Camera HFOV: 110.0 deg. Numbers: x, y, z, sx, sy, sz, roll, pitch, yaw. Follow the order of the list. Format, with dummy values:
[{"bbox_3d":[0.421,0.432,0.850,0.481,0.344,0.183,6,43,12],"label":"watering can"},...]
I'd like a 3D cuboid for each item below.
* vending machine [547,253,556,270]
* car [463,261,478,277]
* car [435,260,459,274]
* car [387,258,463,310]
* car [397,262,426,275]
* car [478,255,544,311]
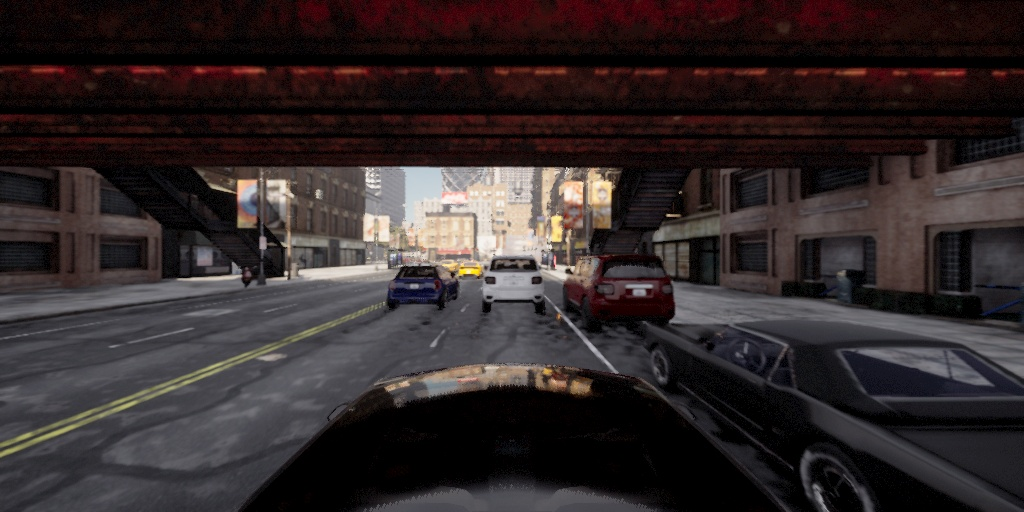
[{"bbox_3d":[6.756,0.921,59.308,1.100,2.100,0.880,0,0,-2],"label":"vending machine"},{"bbox_3d":[-3.696,1.210,32.891,1.882,1.535,5.008,0,0,-1],"label":"car"},{"bbox_3d":[-7.492,1.203,41.625,1.882,1.535,5.008,0,0,-1],"label":"car"},{"bbox_3d":[-3.484,1.093,14.831,2.097,1.767,4.553,0,0,-1],"label":"car"},{"bbox_3d":[-10.970,1.326,39.349,1.895,1.301,4.718,0,0,-1],"label":"car"},{"bbox_3d":[0.024,0.965,14.448,2.150,2.045,5.566,0,0,-1],"label":"car"}]
